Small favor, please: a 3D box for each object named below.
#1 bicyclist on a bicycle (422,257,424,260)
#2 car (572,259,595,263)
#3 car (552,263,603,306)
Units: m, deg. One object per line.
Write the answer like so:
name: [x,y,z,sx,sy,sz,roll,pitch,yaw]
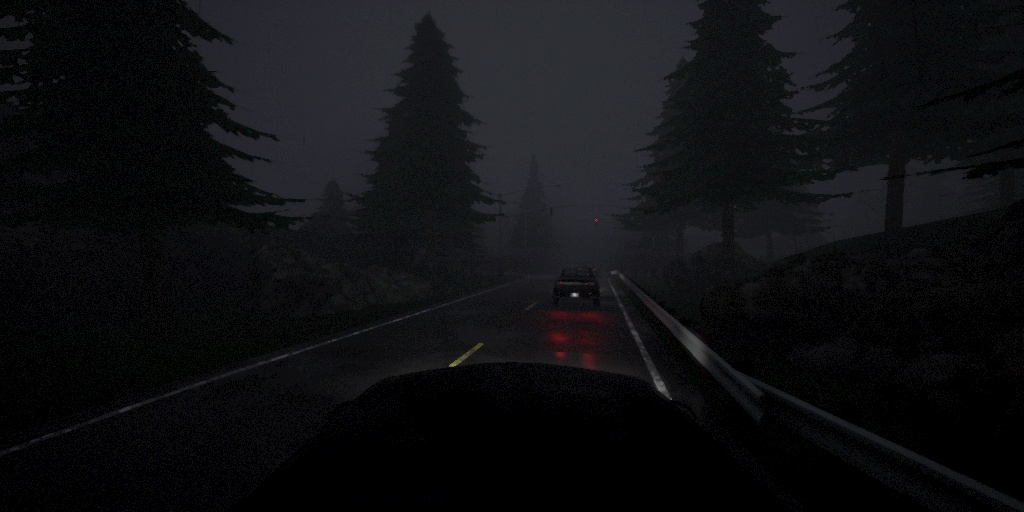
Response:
bicyclist on a bicycle: [-12.412,1.034,50.505,0.582,1.620,1.656,0,0,14]
car: [6.359,1.243,30.272,2.128,1.511,4.902,0,0,13]
car: [2.897,1.244,15.677,2.128,1.511,4.902,0,0,13]
